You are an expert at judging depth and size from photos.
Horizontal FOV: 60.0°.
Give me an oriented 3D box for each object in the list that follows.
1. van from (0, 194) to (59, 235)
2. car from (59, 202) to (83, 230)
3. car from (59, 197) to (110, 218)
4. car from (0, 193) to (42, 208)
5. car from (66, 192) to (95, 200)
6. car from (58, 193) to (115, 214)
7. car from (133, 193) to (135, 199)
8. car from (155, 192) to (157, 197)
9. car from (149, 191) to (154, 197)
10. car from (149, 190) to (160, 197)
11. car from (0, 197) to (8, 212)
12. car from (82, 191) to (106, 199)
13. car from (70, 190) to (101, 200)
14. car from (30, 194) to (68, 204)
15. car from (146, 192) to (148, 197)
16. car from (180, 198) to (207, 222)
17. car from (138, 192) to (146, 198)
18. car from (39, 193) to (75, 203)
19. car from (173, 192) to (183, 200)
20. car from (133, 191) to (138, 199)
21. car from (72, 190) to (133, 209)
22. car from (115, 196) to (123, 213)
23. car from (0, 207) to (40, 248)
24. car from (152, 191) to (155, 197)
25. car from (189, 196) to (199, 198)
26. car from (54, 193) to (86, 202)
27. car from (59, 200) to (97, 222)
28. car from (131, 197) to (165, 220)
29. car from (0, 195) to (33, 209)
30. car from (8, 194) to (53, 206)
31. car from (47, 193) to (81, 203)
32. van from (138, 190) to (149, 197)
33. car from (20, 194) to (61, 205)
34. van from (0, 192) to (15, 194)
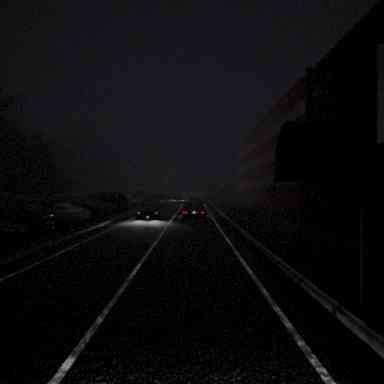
[{"bbox_3d":[-9.407,1.259,16.715,4.442,1.987,1.878,0,0,0],"label":"van"},{"bbox_3d":[-9.281,1.511,19.673,4.674,1.452,2.002,0,1,0],"label":"car"},{"bbox_3d":[-9.250,1.397,25.332,5.008,1.535,2.097,0,1,0],"label":"car"},{"bbox_3d":[-21.786,1.038,42.142,4.553,1.767,2.185,0,1,0],"label":"car"},{"bbox_3d":[-21.674,0.846,64.854,4.892,1.521,2.231,0,1,0],"label":"car"},{"bbox_3d":[-9.275,1.232,28.156,4.553,1.767,2.185,0,1,0],"label":"car"},{"bbox_3d":[-9.394,1.237,36.635,5.366,1.575,1.946,0,1,0],"label":"car"},{"bbox_3d":[-9.115,0.966,59.238,4.674,1.452,2.002,0,1,0],"label":"car"},{"bbox_3d":[-9.111,1.034,53.587,4.792,1.488,2.163,0,1,0],"label":"car"},{"bbox_3d":[-9.089,0.844,64.888,5.008,1.535,2.097,0,1,0],"label":"car"},{"bbox_3d":[-21.796,1.280,33.798,4.892,1.521,2.231,0,1,0],"label":"car"},{"bbox_3d":[-21.570,0.582,73.331,4.553,1.767,2.185,0,0,0],"label":"car"},{"bbox_3d":[-21.629,0.553,67.550,5.566,2.045,2.435,0,1,0],"label":"car"},{"bbox_3d":[-21.749,1.073,50.738,4.792,1.488,2.163,0,1,0],"label":"car"},{"bbox_3d":[-9.161,1.123,47.936,4.674,1.452,2.002,0,1,0],"label":"car"},{"bbox_3d":[0.169,1.452,25.673,2.033,1.411,5.357,0,1,0],"label":"car"},{"bbox_3d":[-9.001,1.158,42.284,5.366,1.575,1.946,0,1,0],"label":"car"},{"bbox_3d":[-21.704,1.004,53.561,5.008,1.535,2.097,0,1,0],"label":"car"},{"bbox_3d":[-2.770,0.877,68.393,1.837,1.490,4.892,0,1,1],"label":"car"},{"bbox_3d":[-9.229,1.075,39.458,4.553,1.767,2.185,0,1,0],"label":"car"},{"bbox_3d":[-9.249,1.028,33.805,5.566,2.045,2.435,0,1,0],"label":"car"},{"bbox_3d":[-9.235,1.359,30.984,4.674,1.452,2.002,0,1,0],"label":"car"},{"bbox_3d":[-9.304,1.518,14.008,4.674,1.452,2.002,0,0,0],"label":"car"},{"bbox_3d":[-9.131,1.005,56.412,4.674,1.452,2.002,0,1,0],"label":"car"},{"bbox_3d":[0.290,1.249,42.832,2.033,1.411,5.357,0,1,0],"label":"car"},{"bbox_3d":[-21.682,0.927,59.208,4.892,1.521,2.231,0,1,0],"label":"car"},{"bbox_3d":[-9.264,1.476,22.507,4.674,1.452,2.002,0,1,0],"label":"car"},{"bbox_3d":[-3.272,1.436,27.296,2.033,1.411,5.357,0,1,0],"label":"car"},{"bbox_3d":[-21.772,1.202,39.320,5.008,1.535,2.097,0,1,0],"label":"car"},{"bbox_3d":[-21.738,1.124,44.966,5.008,1.535,2.097,0,1,0],"label":"car"},{"bbox_3d":[-21.692,0.965,56.384,5.008,1.535,2.097,0,1,0],"label":"car"},{"bbox_3d":[-9.268,0.818,50.758,4.442,1.987,1.878,0,1,0],"label":"van"},{"bbox_3d":[-21.737,1.085,47.790,5.008,1.535,2.097,0,1,0],"label":"car"},{"bbox_3d":[-21.893,1.014,36.621,4.442,1.987,1.878,0,1,0],"label":"van"}]
